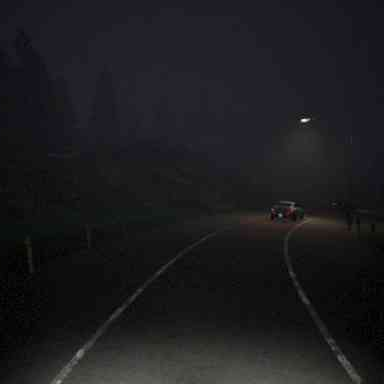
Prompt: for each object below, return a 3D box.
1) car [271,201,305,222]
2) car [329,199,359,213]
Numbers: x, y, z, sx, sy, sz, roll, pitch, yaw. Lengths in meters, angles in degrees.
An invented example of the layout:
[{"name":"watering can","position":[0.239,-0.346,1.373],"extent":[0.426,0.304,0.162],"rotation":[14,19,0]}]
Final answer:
[{"name":"car","position":[7.452,1.429,25.781],"extent":[1.812,1.442,4.674],"rotation":[3,1,29]},{"name":"car","position":[17.903,1.595,39.014],"extent":[4.902,1.511,2.128],"rotation":[1,3,-44]}]
